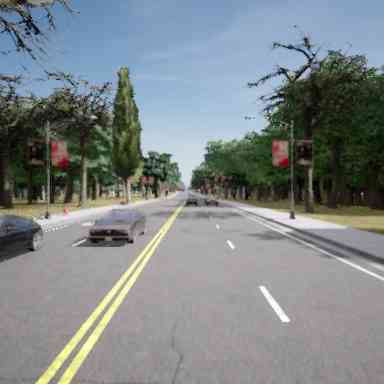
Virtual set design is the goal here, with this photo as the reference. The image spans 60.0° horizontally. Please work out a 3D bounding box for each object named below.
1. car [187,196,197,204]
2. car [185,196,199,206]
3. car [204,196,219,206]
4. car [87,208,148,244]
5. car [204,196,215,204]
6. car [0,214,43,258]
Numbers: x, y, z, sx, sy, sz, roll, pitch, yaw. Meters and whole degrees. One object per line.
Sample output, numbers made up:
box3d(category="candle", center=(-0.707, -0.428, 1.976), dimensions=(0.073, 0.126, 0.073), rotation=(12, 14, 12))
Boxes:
box3d(category="car", center=(-0.003, 1.491, 63.602), dimensions=(1.837, 1.490, 4.892), rotation=(0, 0, 0))
box3d(category="car", center=(-0.002, 1.464, 53.178), dimensions=(1.837, 1.490, 4.892), rotation=(0, 0, 0))
box3d(category="car", center=(3.248, 1.486, 53.589), dimensions=(1.812, 1.442, 4.674), rotation=(0, 0, 0))
box3d(category="car", center=(-3.295, 1.499, 15.833), dimensions=(2.033, 1.411, 5.357), rotation=(0, 0, 0))
box3d(category="car", center=(3.247, 1.516, 63.603), dimensions=(1.812, 1.442, 4.674), rotation=(0, 0, 0))
box3d(category="car", center=(-6.578, 1.487, 10.962), dimensions=(1.812, 1.442, 4.674), rotation=(0, 0, 0))
